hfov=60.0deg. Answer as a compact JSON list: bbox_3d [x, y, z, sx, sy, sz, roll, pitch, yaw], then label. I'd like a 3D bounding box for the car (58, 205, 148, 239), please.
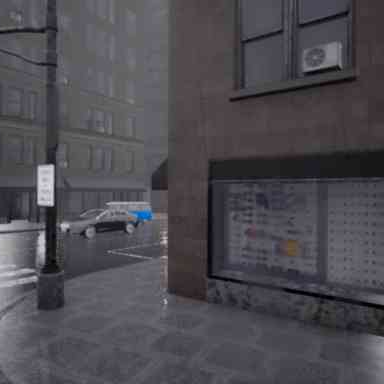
[{"bbox_3d":[-5.180,1.717,19.102,2.128,1.511,4.902,0,-1,35],"label":"car"}]

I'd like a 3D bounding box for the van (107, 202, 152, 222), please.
[{"bbox_3d":[-4.698,1.626,24.284,1.690,1.788,3.998,-1,-1,35],"label":"van"}]
